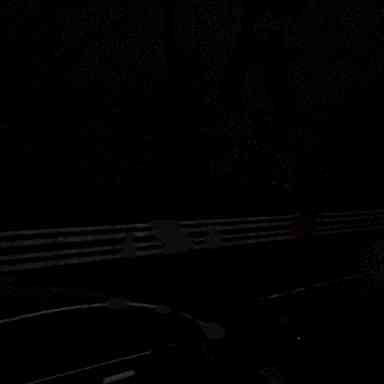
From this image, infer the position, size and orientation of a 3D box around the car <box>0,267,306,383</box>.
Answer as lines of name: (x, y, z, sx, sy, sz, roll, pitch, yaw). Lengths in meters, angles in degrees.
car: (-1.025, 1.491, 3.001, 4.892, 1.490, 1.837, 0, 1, -34)
